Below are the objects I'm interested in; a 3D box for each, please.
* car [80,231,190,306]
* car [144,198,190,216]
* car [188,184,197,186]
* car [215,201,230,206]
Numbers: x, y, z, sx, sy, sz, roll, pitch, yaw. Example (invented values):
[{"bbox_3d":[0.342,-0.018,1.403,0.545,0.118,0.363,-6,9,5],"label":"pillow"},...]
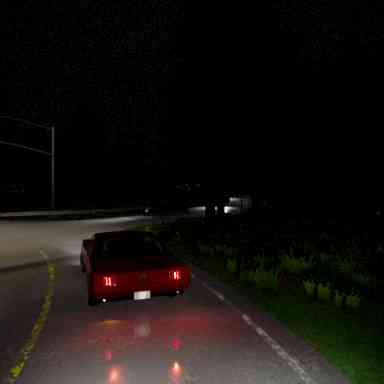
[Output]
[{"bbox_3d":[-1.688,1.601,8.167,1.895,1.301,4.718,0,0,-21],"label":"car"},{"bbox_3d":[-2.274,1.315,30.810,2.128,1.511,4.902,0,2,43],"label":"car"},{"bbox_3d":[0.065,-1.820,70.112,2.128,1.511,4.902,0,5,-1],"label":"car"},{"bbox_3d":[3.446,0.738,39.964,1.837,1.490,4.892,0,4,13],"label":"car"}]
